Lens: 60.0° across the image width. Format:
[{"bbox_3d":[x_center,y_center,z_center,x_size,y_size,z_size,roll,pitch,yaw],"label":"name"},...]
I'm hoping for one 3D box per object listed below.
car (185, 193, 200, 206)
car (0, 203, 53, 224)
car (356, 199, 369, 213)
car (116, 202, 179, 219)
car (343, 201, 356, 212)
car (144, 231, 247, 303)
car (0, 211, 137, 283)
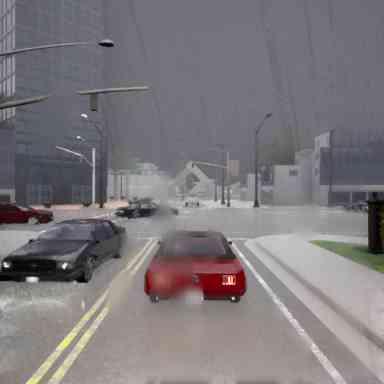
[{"bbox_3d":[0.081,1.221,56.694,2.150,2.045,5.566,0,0,0],"label":"car"},{"bbox_3d":[-12.258,1.544,23.114,5.008,1.535,1.882,0,0,0],"label":"car"},{"bbox_3d":[19.876,1.480,34.088,4.674,1.442,1.812,0,0,0],"label":"car"},{"bbox_3d":[-3.835,1.573,28.439,5.357,1.411,2.033,0,0,-30],"label":"car"},{"bbox_3d":[19.372,1.520,37.583,4.181,1.385,1.994,0,0,-1],"label":"car"},{"bbox_3d":[0.071,1.601,8.183,1.895,1.301,4.718,0,0,0],"label":"car"},{"bbox_3d":[-3.355,1.547,9.998,2.033,1.411,5.357,0,0,4],"label":"car"}]
